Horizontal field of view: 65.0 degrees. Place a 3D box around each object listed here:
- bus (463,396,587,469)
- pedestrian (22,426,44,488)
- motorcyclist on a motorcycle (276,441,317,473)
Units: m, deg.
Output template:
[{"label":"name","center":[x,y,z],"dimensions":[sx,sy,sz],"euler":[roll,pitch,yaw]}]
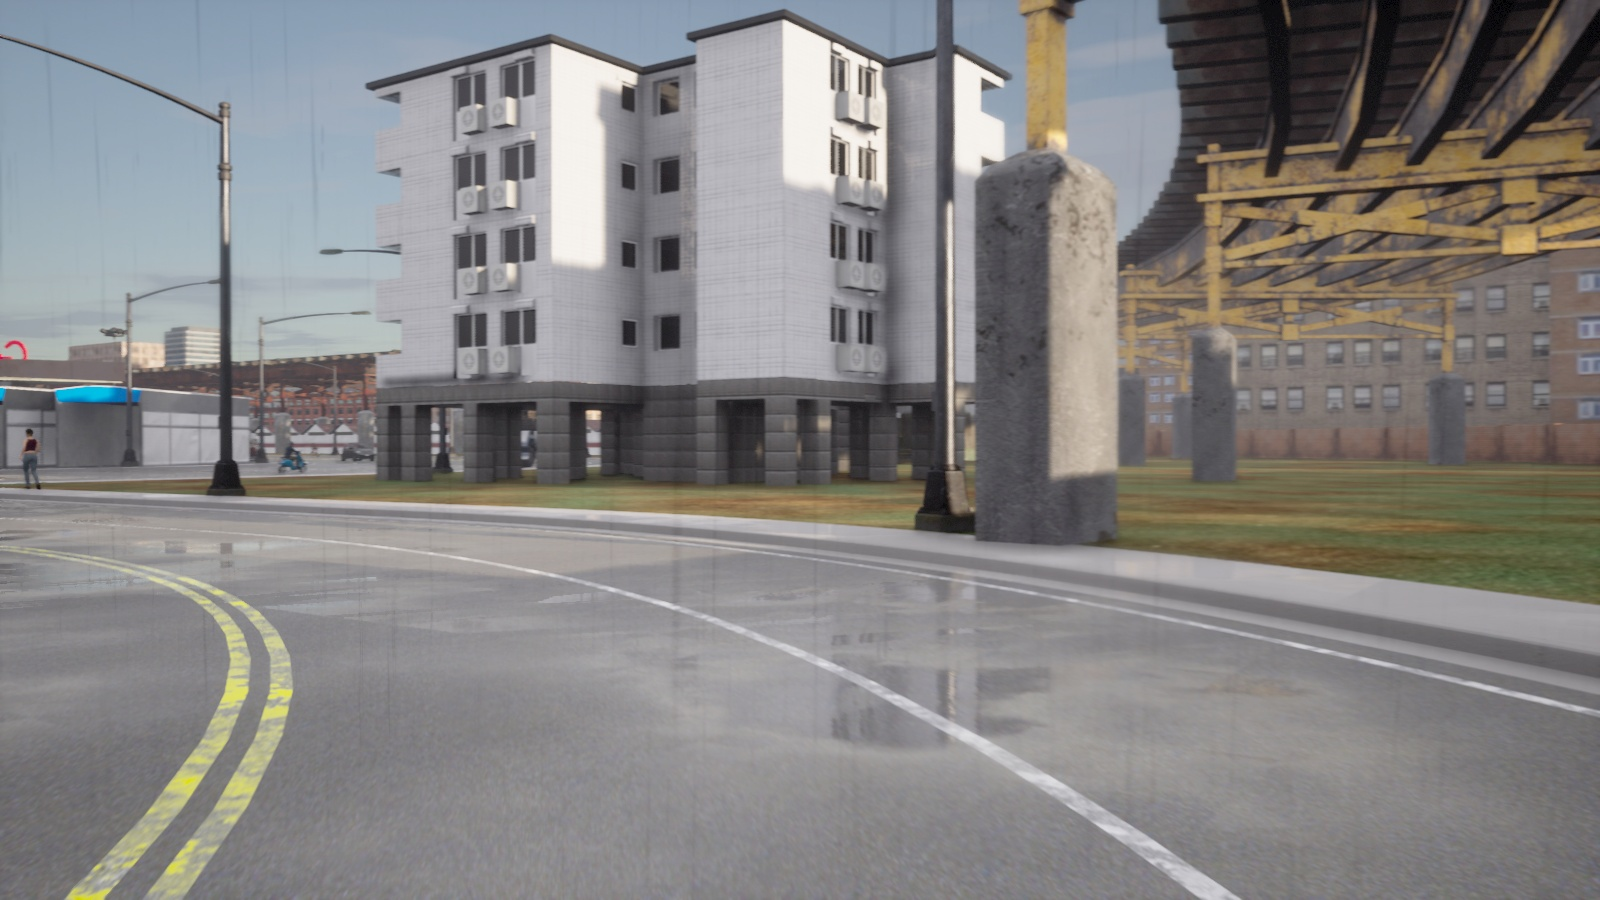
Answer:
[{"label":"bus","center":[-17.142,-1.068,79.350],"dimensions":[3.944,4.253,10.273],"euler":[0,0,10]},{"label":"pedestrian","center":[-22.850,0.207,37.407],"dimensions":[0.594,1.836,0.345],"euler":[0,0,36]},{"label":"motorcyclist on a motorcycle","center":[-25.630,0.355,63.942],"dimensions":[0.866,1.590,1.817],"euler":[0,0,27]}]
